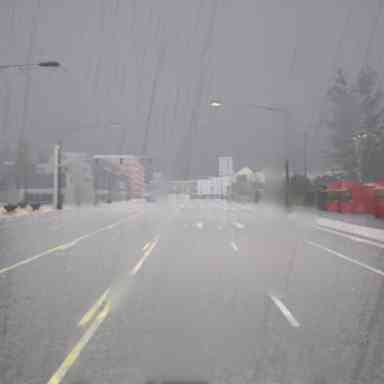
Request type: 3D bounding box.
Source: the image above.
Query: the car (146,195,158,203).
[{"bbox_3d":[-10.493,1.845,84.956,2.097,1.767,4.553,0,0,0],"label":"car"}]
